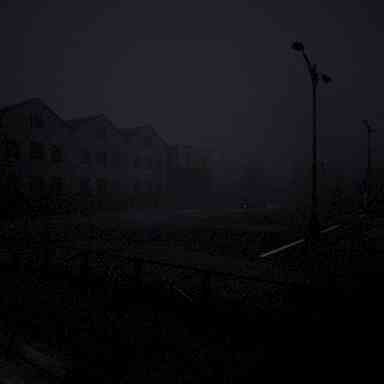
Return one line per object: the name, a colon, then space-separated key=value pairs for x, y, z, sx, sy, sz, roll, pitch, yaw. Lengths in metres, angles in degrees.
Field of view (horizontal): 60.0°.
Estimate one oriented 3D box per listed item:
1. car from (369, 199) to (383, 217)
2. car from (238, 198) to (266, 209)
car: x=15.523 y=1.298 z=26.745 sx=2.007 sy=1.523 sz=4.514 roll=0 pitch=0 yaw=35
car: x=7.748 y=1.409 z=42.215 sx=1.895 sy=1.301 sz=4.718 roll=0 pitch=0 yaw=36
